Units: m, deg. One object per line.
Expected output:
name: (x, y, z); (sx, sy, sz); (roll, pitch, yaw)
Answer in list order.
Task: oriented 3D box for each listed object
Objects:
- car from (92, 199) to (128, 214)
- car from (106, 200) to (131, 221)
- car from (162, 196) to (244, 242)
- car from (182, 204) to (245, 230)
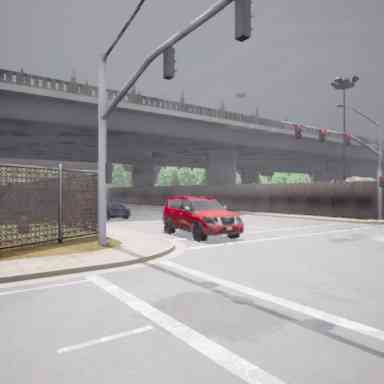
car: (-9.331, 1.602, 37.496); (2.033, 1.411, 5.357); (0, 0, -35)
car: (-6.934, 1.655, 28.113); (1.895, 1.301, 4.718); (0, 0, -36)
car: (0.338, 1.272, 17.244); (2.150, 2.045, 5.566); (0, 0, -29)
car: (1.359, 1.618, 22.582); (1.994, 1.385, 4.181); (0, 0, -37)
